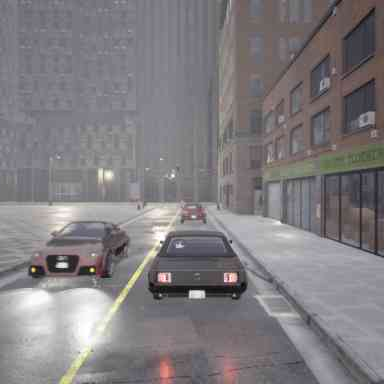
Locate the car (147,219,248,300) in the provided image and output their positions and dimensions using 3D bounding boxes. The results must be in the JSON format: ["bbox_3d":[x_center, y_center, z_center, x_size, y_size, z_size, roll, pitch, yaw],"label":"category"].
[{"bbox_3d":[0.098,1.601,8.350,1.895,1.301,4.718,0,0,0],"label":"car"}]

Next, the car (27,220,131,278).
[{"bbox_3d":[-3.102,1.563,9.954,1.994,1.385,4.181,0,0,0],"label":"car"}]

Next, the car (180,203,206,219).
[{"bbox_3d":[0.098,1.525,24.992,1.812,1.442,4.674,0,0,0],"label":"car"}]
